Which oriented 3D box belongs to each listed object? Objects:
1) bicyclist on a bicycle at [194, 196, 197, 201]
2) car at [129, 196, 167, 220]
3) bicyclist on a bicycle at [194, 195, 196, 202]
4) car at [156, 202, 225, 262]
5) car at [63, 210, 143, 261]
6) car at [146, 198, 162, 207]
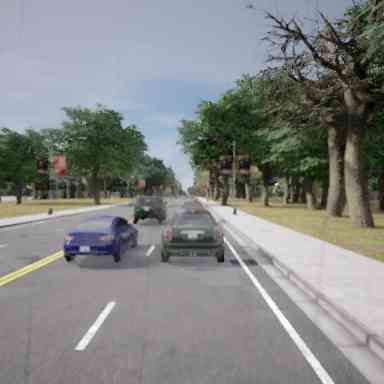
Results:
[{"bbox_3d":[0.861,1.886,83.507,0.866,1.612,1.509,0,0,0],"label":"bicyclist on a bicycle"},{"bbox_3d":[-3.226,1.355,26.498,2.150,2.045,5.566,0,0,0],"label":"car"},{"bbox_3d":[0.861,1.868,92.506,0.659,1.776,1.843,0,0,0],"label":"bicyclist on a bicycle"},{"bbox_3d":[0.039,1.414,12.549,2.097,1.767,4.553,0,0,0],"label":"car"},{"bbox_3d":[-3.213,1.589,12.343,1.812,1.442,4.674,0,-1,1],"label":"car"},{"bbox_3d":[-6.563,1.842,57.813,2.033,1.411,5.357,0,0,1],"label":"car"}]
